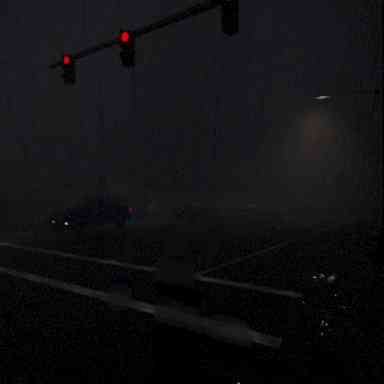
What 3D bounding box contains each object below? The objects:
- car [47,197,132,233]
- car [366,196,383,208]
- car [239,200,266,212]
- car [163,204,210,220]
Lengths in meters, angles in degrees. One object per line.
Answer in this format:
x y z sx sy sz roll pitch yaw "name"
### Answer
-6.374 1.356 21.371 2.150 2.045 5.566 -1 0 36 "car"
27.865 1.400 50.562 2.097 1.767 4.553 -1 0 36 "car"
7.418 1.658 40.455 1.812 1.442 4.674 -1 0 36 "car"
-0.412 1.734 29.633 1.895 1.301 4.718 -1 0 36 "car"
